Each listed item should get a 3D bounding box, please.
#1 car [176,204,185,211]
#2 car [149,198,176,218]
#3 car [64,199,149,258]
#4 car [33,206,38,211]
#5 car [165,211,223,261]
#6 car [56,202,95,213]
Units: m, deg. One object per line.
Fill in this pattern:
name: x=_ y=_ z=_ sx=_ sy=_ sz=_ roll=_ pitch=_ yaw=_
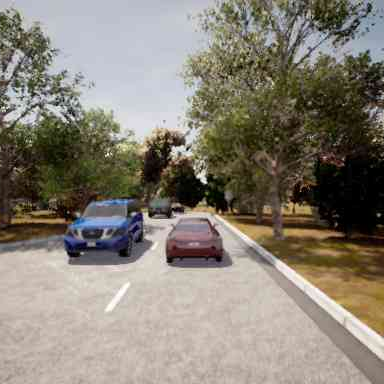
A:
car: x=-3.036 y=2.236 z=45.646 sx=1.895 sy=1.301 sz=4.718 roll=1 pitch=-2 yaw=-34
car: x=-3.205 y=1.638 z=34.849 sx=2.150 sy=2.045 sz=5.566 roll=0 pitch=-1 yaw=0
car: x=-3.366 y=1.362 z=13.899 sx=2.150 sy=2.045 sz=5.566 roll=-1 pitch=1 yaw=0
car: x=-26.310 y=2.260 z=51.385 sx=5.008 sy=1.535 sz=1.882 roll=0 pitch=-2 yaw=6
car: x=0.075 y=1.663 z=12.739 sx=1.994 sy=1.385 sz=4.181 roll=0 pitch=0 yaw=0
car: x=-16.693 y=2.186 z=47.755 sx=4.892 sy=1.490 sz=1.837 roll=0 pitch=-2 yaw=0
